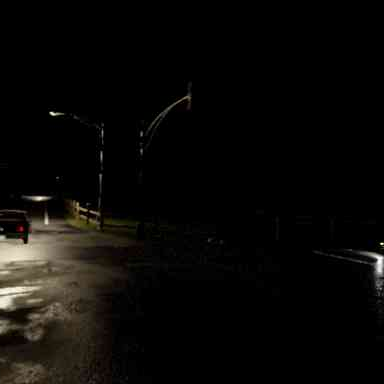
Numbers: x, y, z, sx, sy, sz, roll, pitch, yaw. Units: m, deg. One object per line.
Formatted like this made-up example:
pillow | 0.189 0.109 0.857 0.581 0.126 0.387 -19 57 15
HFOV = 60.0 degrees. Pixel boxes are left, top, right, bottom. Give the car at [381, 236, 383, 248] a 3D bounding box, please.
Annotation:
car | 11.872 2.391 17.014 4.892 1.490 1.837 3 -2 -24

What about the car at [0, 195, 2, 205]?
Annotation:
car | -18.894 0.841 30.469 2.150 2.045 5.566 2 -1 -24

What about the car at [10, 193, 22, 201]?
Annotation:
car | -33.559 0.957 63.463 2.033 1.411 5.357 2 -1 -24

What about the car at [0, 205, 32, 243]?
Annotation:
car | -8.204 1.456 14.856 1.895 1.301 4.718 2 -1 -24
